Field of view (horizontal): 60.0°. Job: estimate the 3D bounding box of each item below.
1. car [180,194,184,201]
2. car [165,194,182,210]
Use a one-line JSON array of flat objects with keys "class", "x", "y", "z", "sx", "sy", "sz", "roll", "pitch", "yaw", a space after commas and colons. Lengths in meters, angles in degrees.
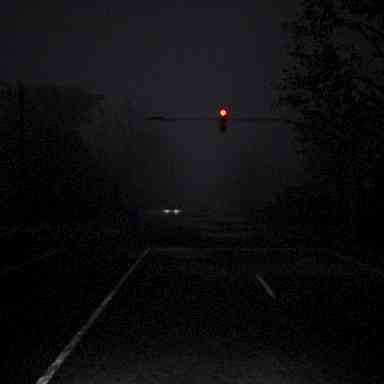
[{"class": "car", "x": -3.100, "y": 1.591, "z": 83.525, "sx": 2.150, "sy": 2.045, "sz": 5.566, "roll": 0, "pitch": 0, "yaw": 1}, {"class": "car", "x": -3.434, "y": 1.911, "z": 57.195, "sx": 2.150, "sy": 2.045, "sz": 5.566, "roll": 0, "pitch": 0, "yaw": 0}]
